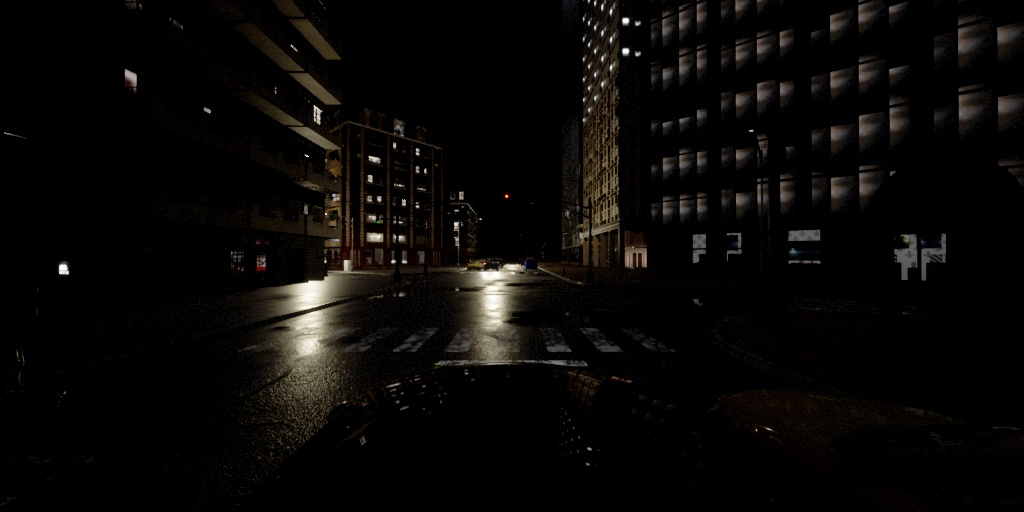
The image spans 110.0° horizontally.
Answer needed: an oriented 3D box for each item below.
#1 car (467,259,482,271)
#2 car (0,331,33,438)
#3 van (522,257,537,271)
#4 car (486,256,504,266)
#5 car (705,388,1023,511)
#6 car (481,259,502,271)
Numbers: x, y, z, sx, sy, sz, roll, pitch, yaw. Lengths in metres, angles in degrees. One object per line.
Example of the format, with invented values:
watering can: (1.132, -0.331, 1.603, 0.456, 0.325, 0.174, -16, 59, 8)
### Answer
car: (-5.255, 1.320, 49.925, 1.751, 1.417, 4.829, 0, 0, 0)
car: (-5.318, 1.064, 1.095, 2.192, 1.841, 5.009, 0, 0, 0)
van: (2.626, 1.136, 50.084, 1.690, 1.789, 3.998, 0, 0, 0)
car: (-2.755, 1.044, 61.150, 2.150, 2.045, 5.566, 0, -1, 0)
car: (2.563, 1.275, 1.261, 1.751, 1.417, 4.829, 0, 0, 0)
car: (-2.788, 1.394, 49.248, 1.895, 1.301, 4.718, 0, 0, 0)
